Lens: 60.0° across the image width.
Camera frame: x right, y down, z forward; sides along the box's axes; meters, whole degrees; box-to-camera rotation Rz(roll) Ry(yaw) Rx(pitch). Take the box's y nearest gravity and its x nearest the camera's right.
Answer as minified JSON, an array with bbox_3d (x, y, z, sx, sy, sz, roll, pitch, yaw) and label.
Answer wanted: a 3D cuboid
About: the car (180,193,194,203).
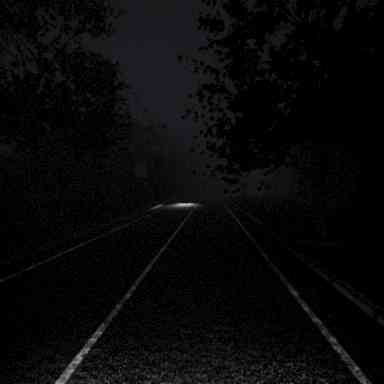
[{"bbox_3d":[-0.689,0.834,50.070,2.128,1.511,4.902,-1,1,3],"label":"car"}]
